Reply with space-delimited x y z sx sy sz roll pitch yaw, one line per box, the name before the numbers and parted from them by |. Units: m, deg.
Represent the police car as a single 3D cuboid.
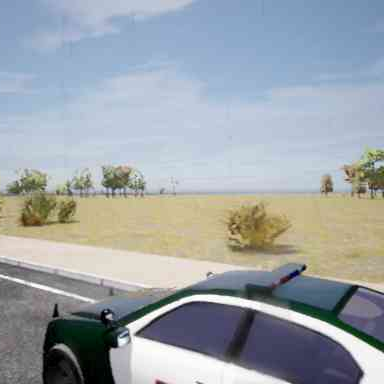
police car | 0.472 1.522 3.225 4.974 1.542 2.038 -1 -1 35
